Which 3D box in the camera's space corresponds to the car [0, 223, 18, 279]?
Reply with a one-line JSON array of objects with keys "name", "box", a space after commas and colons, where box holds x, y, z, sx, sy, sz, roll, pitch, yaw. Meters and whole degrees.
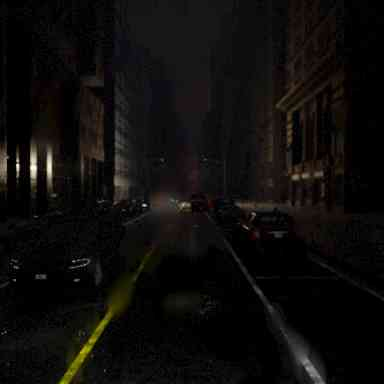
[{"name": "car", "box": [-5.765, 1.514, 6.767, 1.752, 1.417, 4.829, 0, 0, 0]}]

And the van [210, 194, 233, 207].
[{"name": "van", "box": [2.761, 1.294, 29.358, 1.690, 1.788, 3.998, 0, 0, 0]}]

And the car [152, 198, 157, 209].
[{"name": "car", "box": [-5.763, 1.505, 40.549, 1.947, 1.339, 4.313, 0, 0, 0]}]

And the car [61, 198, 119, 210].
[{"name": "car", "box": [-5.765, 1.285, 18.140, 2.192, 1.841, 5.009, 0, 0, 0]}]

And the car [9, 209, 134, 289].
[{"name": "car", "box": [-3.100, 1.462, 9.318, 1.882, 1.535, 5.008, 0, 0, 0]}]

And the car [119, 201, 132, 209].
[{"name": "car", "box": [-5.764, 1.544, 23.743, 1.802, 1.307, 4.206, 0, 0, 0]}]

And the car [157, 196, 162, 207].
[{"name": "car", "box": [-5.763, 1.498, 46.151, 1.947, 1.339, 4.313, 0, 0, 0]}]

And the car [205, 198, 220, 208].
[{"name": "car", "box": [2.763, 1.514, 46.163, 1.802, 1.307, 4.206, 0, 0, 0]}]

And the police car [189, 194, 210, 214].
[{"name": "police car", "box": [0.902, 1.370, 35.407, 1.930, 1.638, 5.238, 0, 0, 0]}]

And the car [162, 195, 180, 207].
[{"name": "car", "box": [-3.077, 1.529, 49.908, 1.895, 1.301, 4.718, 0, 0, 0]}]

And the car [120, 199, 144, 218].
[{"name": "car", "box": [-5.764, 1.394, 29.344, 1.967, 1.590, 4.097, 0, 0, 0]}]

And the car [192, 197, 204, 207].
[{"name": "car", "box": [0.903, 1.452, 51.297, 1.812, 1.442, 4.674, 0, 0, 0]}]

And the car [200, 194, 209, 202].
[{"name": "car", "box": [2.764, 1.345, 74.171, 1.967, 1.590, 4.097, 0, 0, 0]}]

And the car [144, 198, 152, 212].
[{"name": "car", "box": [-5.763, 1.497, 34.947, 2.008, 1.369, 4.403, 0, 0, 0]}]

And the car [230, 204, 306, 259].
[{"name": "car", "box": [2.760, 1.419, 12.552, 1.967, 1.590, 4.097, 0, 0, 0]}]

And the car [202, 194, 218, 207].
[{"name": "car", "box": [2.762, 1.241, 51.764, 2.192, 1.841, 5.009, 0, 0, 0]}]

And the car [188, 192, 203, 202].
[{"name": "car", "box": [0.856, 1.155, 45.326, 2.150, 2.045, 5.566, 0, 0, 0]}]

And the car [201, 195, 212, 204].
[{"name": "car", "box": [2.763, 1.355, 62.968, 1.967, 1.590, 4.097, 0, 0, 0]}]

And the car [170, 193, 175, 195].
[{"name": "car", "box": [-5.761, 1.341, 79.764, 1.967, 1.590, 4.097, 0, 0, 0]}]

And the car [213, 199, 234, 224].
[{"name": "car", "box": [2.761, 1.486, 23.927, 1.752, 1.417, 4.829, 0, 0, 0]}]

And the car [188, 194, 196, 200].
[{"name": "car", "box": [0.005, 1.278, 88.549, 2.033, 1.411, 5.357, 0, 0, 0]}]

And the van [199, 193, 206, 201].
[{"name": "van", "box": [2.764, 1.236, 85.374, 1.690, 1.788, 3.998, 0, 0, 0]}]
